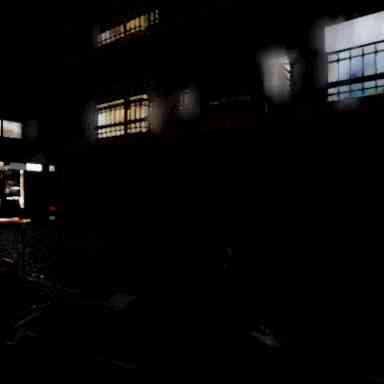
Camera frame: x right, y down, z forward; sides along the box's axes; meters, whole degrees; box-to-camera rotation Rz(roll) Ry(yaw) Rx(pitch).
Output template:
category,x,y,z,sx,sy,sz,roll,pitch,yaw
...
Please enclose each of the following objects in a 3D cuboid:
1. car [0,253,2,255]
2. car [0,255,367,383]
category,x,y,z,sx,sy,sz,roll,pitch,yaw
car,-5.216,1.504,6.633,4.507,1.381,1.887,0,-1,35
car,-0.586,1.555,3.385,4.313,1.339,1.947,0,-1,35
